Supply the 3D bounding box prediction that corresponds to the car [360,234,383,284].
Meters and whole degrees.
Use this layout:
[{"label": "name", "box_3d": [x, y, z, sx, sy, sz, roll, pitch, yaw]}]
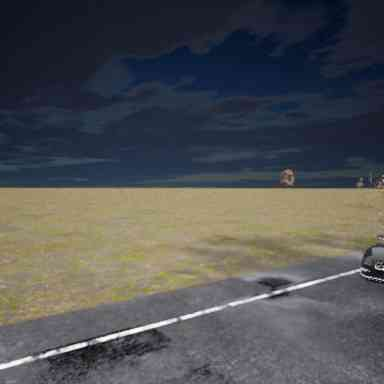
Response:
[{"label": "car", "box_3d": [6.164, 1.464, 8.386, 4.892, 1.490, 1.837, 0, 0, -35]}]
